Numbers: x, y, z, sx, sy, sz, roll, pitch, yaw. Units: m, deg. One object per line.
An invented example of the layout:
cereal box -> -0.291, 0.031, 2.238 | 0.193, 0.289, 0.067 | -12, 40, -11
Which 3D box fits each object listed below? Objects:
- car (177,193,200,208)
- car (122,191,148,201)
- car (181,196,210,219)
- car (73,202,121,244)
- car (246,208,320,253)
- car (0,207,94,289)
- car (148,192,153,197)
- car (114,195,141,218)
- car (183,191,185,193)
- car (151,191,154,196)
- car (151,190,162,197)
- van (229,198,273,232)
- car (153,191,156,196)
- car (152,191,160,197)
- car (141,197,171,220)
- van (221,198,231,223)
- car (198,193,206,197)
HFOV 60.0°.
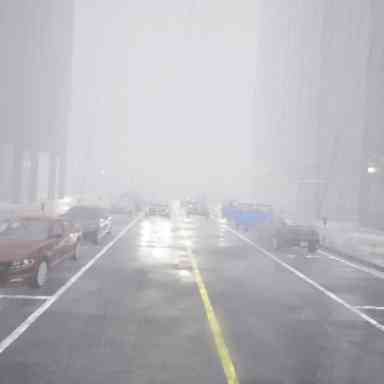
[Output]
car -> -0.558, 1.250, 41.486 | 2.128, 1.511, 4.902 | 3, 0, -4
car -> -5.602, 0.842, 30.794 | 2.192, 1.841, 5.009 | 3, 0, -4
car -> 0.412, 1.425, 28.214 | 2.033, 1.411, 5.357 | 3, 0, -4
car -> -4.438, 1.243, 13.982 | 1.947, 1.339, 4.313 | 3, 0, -4
car -> 4.052, 1.701, 14.597 | 2.008, 1.369, 4.403 | 3, 0, -4
car -> -4.045, 1.273, 8.377 | 1.887, 1.381, 4.507 | 3, 0, -4
car -> -6.399, 0.972, 42.004 | 1.887, 1.381, 4.507 | 3, 0, -4
car -> -5.224, 1.159, 25.191 | 1.802, 1.307, 4.206 | 3, 0, -4
car -> -0.571, 1.126, 80.618 | 2.008, 1.369, 4.403 | 3, 0, -4
car -> -6.793, 0.960, 47.608 | 1.802, 1.307, 4.206 | 3, 0, -4
car -> -9.047, 0.417, 79.999 | 2.192, 1.841, 5.009 | 3, 0, -4
van -> 3.671, 1.441, 20.201 | 1.690, 1.788, 3.998 | 3, 0, -4
car -> -7.186, 0.911, 53.213 | 1.802, 1.307, 4.206 | 3, 0, -4
car -> -9.834, 0.536, 91.075 | 1.752, 1.417, 4.829 | 3, 0, -4
car -> -2.565, 1.325, 25.507 | 1.895, 1.301, 4.718 | 3, 0, -4
van -> 3.279, 1.391, 25.806 | 1.690, 1.788, 3.998 | 3, 0, -4
car -> 1.318, 1.118, 53.830 | 2.192, 1.841, 5.009 | 3, 0, -4
